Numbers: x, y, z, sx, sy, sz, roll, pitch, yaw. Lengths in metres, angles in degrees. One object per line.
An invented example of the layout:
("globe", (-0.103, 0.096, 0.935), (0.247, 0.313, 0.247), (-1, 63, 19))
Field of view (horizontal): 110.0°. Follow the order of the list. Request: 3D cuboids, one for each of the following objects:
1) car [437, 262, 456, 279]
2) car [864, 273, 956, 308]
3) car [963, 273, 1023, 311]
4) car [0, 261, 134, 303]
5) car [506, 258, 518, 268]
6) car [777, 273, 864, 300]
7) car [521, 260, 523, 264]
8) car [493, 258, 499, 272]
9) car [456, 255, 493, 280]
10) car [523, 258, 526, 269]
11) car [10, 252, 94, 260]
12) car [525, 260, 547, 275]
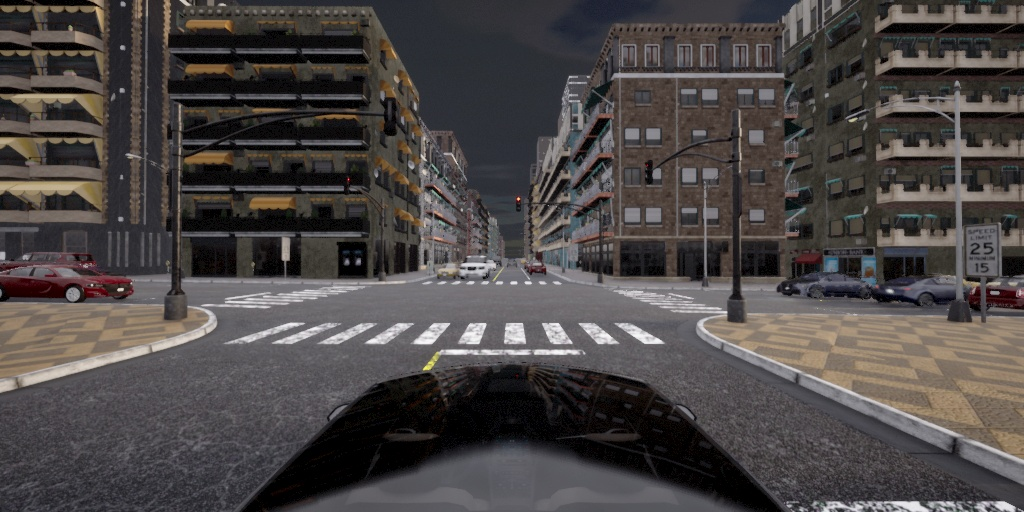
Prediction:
("car", (-5.683, 1.282, 32.686), (1.751, 1.417, 4.829), (0, 0, 0))
("car", (19.434, 1.628, 16.569), (4.181, 1.385, 1.994), (1, -1, -1))
("car", (20.837, 1.501, 14.030), (4.097, 1.591, 1.967), (0, 0, 0))
("car", (-17.260, 1.011, 13.716), (4.507, 1.381, 1.888), (0, 0, 0))
("car", (0.014, 1.259, 63.793), (2.128, 1.511, 4.902), (0, 0, 0))
("car", (17.162, 1.624, 19.766), (4.181, 1.385, 1.994), (1, -1, 0))
("car", (2.702, 1.346, 54.934), (1.802, 1.307, 4.207), (0, 0, 0))
("car", (-3.087, 1.287, 47.852), (1.812, 1.442, 4.674), (0, 0, 0))
("car", (-3.168, 0.976, 31.396), (2.150, 2.045, 5.566), (0, 0, 1))
("car", (2.700, 1.200, 43.888), (1.967, 1.591, 4.097), (0, 0, 0))
("car", (-28.642, 0.686, 22.013), (5.009, 1.841, 2.192), (0, 0, 0))
("car", (2.699, 1.304, 38.364), (1.888, 1.381, 4.507), (0, 0, 0))
